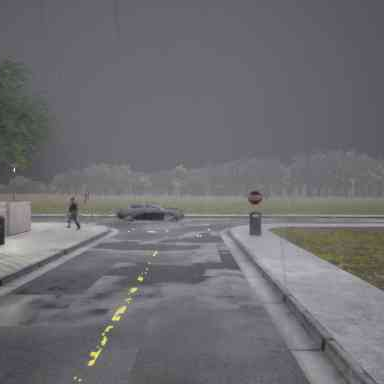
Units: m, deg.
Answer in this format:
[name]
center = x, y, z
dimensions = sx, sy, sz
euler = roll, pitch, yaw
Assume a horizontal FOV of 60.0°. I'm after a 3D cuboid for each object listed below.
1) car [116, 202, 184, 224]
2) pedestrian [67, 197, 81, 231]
[car]
center = -3.020, 1.491, 24.156
dimensions = 4.902, 1.511, 2.128
euler = 0, 0, 0
[pedestrian]
center = -6.364, 1.143, 17.954
dimensions = 0.375, 1.860, 0.375
euler = 0, 0, 0
